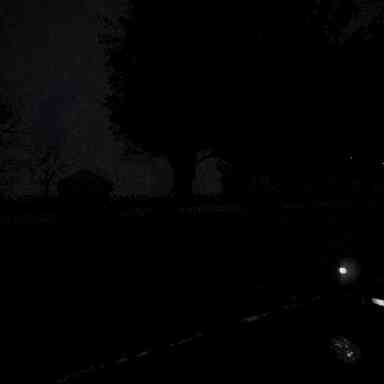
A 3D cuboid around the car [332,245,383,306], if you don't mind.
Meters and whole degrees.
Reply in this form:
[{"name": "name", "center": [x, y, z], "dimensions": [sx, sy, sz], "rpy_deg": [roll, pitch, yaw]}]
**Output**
[{"name": "car", "center": [5.020, 1.565, 6.962], "dimensions": [4.718, 1.301, 1.895], "rpy_deg": [0, 0, -36]}]
